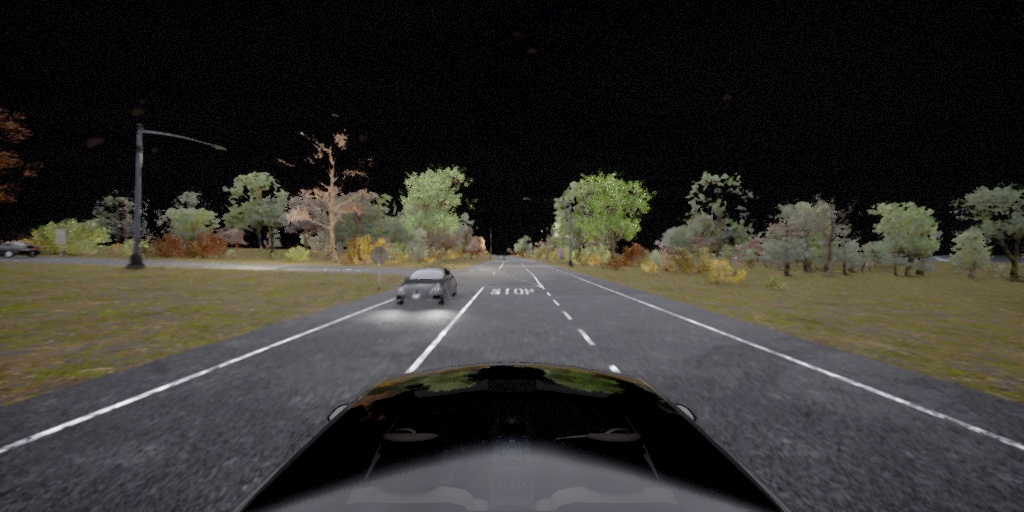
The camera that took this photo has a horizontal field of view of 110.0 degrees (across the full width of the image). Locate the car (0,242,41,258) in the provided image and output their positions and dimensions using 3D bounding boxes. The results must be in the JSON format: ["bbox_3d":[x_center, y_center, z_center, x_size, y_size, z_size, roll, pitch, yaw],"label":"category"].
[{"bbox_3d":[-49.220,-0.616,35.010,4.892,1.490,1.837,2,0,0],"label":"car"}]

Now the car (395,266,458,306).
[{"bbox_3d":[-3.455,1.187,15.306,1.812,1.442,4.674,0,0,0],"label":"car"}]
